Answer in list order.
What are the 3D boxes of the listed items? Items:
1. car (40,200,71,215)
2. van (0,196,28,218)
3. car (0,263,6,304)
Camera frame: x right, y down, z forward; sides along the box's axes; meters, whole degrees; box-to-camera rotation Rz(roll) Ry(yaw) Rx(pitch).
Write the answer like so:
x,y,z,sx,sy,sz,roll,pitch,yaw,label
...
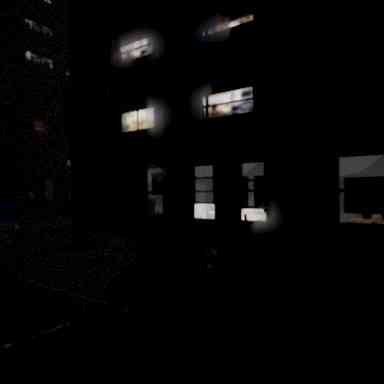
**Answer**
x,y,z,sx,sy,sz,roll,pitch,yaw,label
-11.948,1.417,31.052,1.802,1.307,4.206,0,0,35,car
-15.195,1.211,26.438,1.690,1.788,3.998,0,0,35,van
-5.338,1.542,6.528,4.313,1.339,1.947,0,0,35,car
